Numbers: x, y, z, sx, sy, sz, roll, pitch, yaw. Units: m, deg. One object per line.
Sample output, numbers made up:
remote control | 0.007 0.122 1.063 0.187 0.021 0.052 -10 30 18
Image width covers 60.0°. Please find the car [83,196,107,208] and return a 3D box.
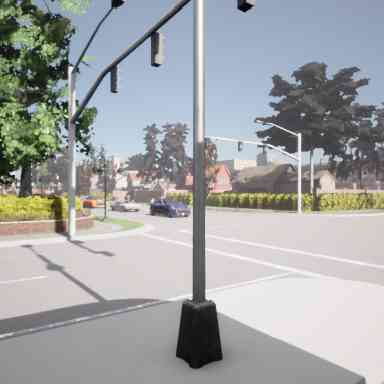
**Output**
car | -13.712 1.352 46.866 2.097 1.767 4.553 0 0 -36

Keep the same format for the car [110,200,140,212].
car | -7.822 1.601 38.726 1.895 1.301 4.718 0 0 -36

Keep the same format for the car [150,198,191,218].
car | -2.078 1.352 30.790 2.097 1.767 4.553 0 0 -36
